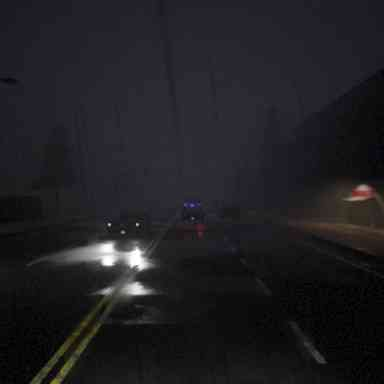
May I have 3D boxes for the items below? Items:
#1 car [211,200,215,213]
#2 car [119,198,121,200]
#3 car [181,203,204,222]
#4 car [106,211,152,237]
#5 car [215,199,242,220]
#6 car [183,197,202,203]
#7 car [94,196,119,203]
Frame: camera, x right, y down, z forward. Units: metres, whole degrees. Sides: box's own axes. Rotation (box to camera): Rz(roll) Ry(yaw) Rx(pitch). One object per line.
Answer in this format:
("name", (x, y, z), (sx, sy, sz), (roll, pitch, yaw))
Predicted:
("car", (3.514, 1.729, 42.673), (2.097, 1.767, 4.553), (0, -1, 0))
("car", (-21.501, 1.934, 87.177), (3.866, 1.878, 1.905), (0, -1, 0))
("car", (0.072, 1.858, 28.952), (1.895, 1.301, 4.718), (0, -1, 0))
("car", (-3.521, 1.773, 19.224), (1.895, 1.301, 4.718), (0, -1, 0))
("car", (3.548, 1.759, 31.724), (1.882, 1.535, 5.008), (0, 0, 0))
("car", (0.058, 1.578, 39.927), (2.150, 2.045, 5.566), (0, 0, 0))
("car", (-21.555, 1.906, 84.283), (4.605, 1.855, 1.932), (0, -1, 0))
